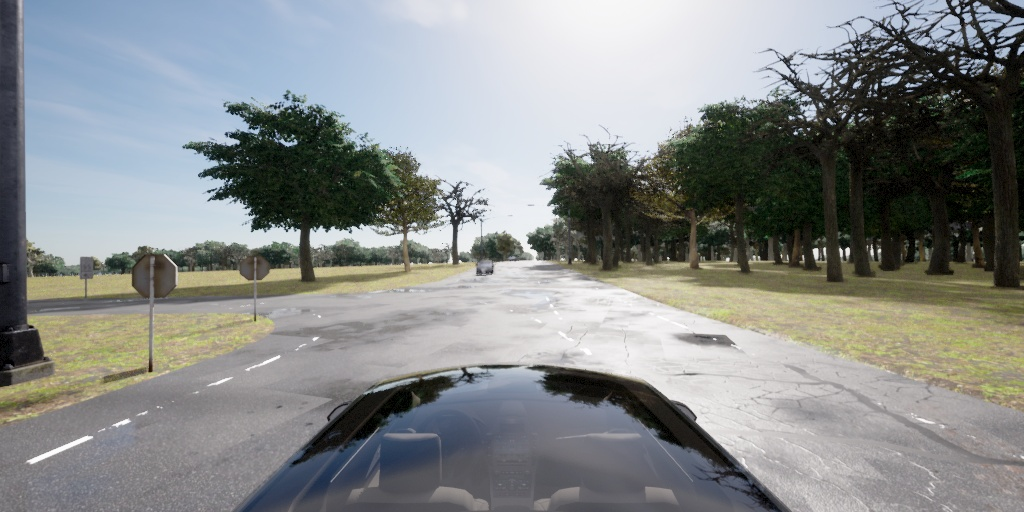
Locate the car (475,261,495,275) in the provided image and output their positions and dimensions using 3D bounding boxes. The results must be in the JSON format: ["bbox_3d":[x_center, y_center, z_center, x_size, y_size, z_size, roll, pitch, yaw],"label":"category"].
[{"bbox_3d":[-2.873,1.276,39.592,2.128,1.511,4.902,-1,1,1],"label":"car"}]
